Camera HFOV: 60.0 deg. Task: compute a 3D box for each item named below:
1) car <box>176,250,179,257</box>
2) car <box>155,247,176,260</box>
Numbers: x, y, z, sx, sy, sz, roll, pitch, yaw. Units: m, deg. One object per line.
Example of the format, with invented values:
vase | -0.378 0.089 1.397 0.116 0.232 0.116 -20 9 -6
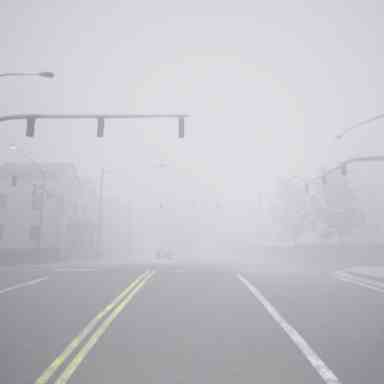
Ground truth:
car | -3.505 12.150 65.625 1.994 1.385 4.181 0 -10 0
car | -3.504 7.706 41.724 2.128 1.511 4.902 0 -10 0
